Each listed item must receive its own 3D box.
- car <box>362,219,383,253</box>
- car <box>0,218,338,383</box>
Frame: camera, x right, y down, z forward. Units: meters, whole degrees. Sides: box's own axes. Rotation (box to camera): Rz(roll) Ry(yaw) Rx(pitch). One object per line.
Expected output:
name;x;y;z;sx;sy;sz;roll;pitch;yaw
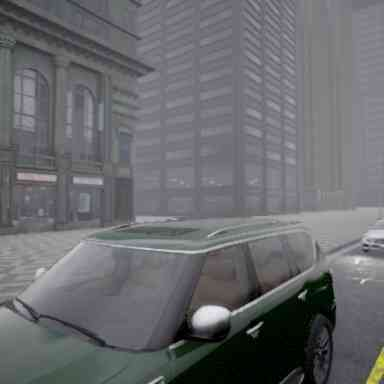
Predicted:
car;9.372;2.005;15.612;1.812;1.442;4.674;-2;-2;38
car;-0.220;1.357;3.467;2.150;2.045;5.566;-2;-3;39
